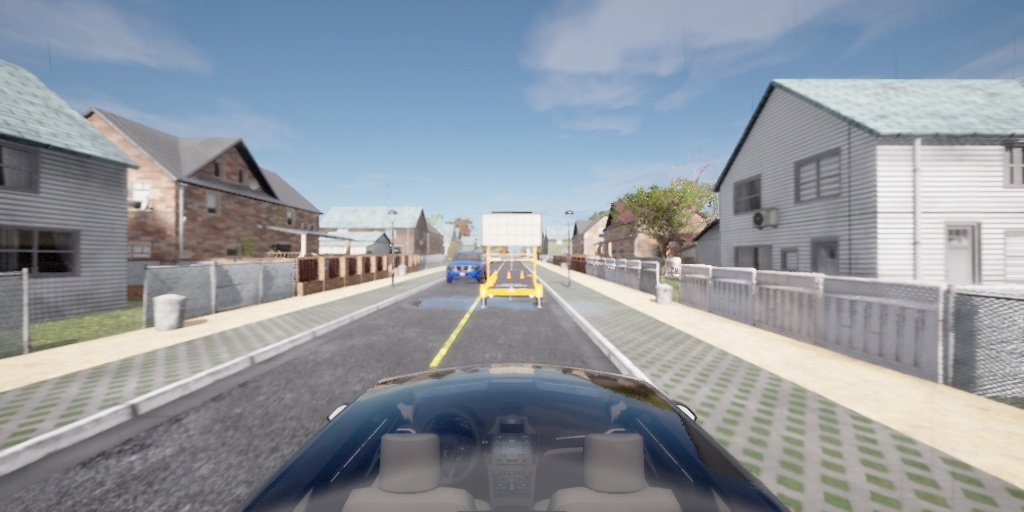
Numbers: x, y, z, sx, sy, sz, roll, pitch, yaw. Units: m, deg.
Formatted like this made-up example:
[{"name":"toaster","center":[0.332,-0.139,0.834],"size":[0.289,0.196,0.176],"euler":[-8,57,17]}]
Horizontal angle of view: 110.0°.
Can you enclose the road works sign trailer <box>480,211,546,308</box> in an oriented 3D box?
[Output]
[{"name":"road works sign trailer","center":[-0.016,0.043,14.183],"size":[2.380,3.560,2.880],"euler":[0,0,0]}]

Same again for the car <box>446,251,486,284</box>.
[{"name":"car","center":[-2.899,0.677,23.684],"size":[2.150,2.045,5.566],"euler":[0,1,0]}]
